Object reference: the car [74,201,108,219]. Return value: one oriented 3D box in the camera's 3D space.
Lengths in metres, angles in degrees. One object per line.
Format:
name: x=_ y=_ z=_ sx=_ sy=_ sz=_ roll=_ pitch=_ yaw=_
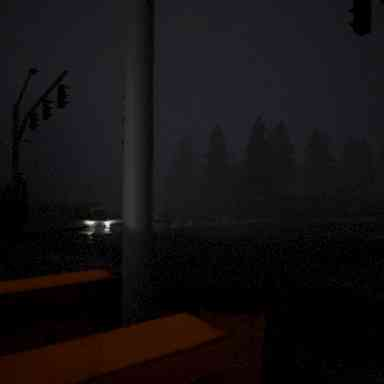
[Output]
car: x=-9.422 y=1.612 z=30.950 sx=1.882 sy=1.535 sz=5.008 roll=1 pitch=-1 yaw=-36
